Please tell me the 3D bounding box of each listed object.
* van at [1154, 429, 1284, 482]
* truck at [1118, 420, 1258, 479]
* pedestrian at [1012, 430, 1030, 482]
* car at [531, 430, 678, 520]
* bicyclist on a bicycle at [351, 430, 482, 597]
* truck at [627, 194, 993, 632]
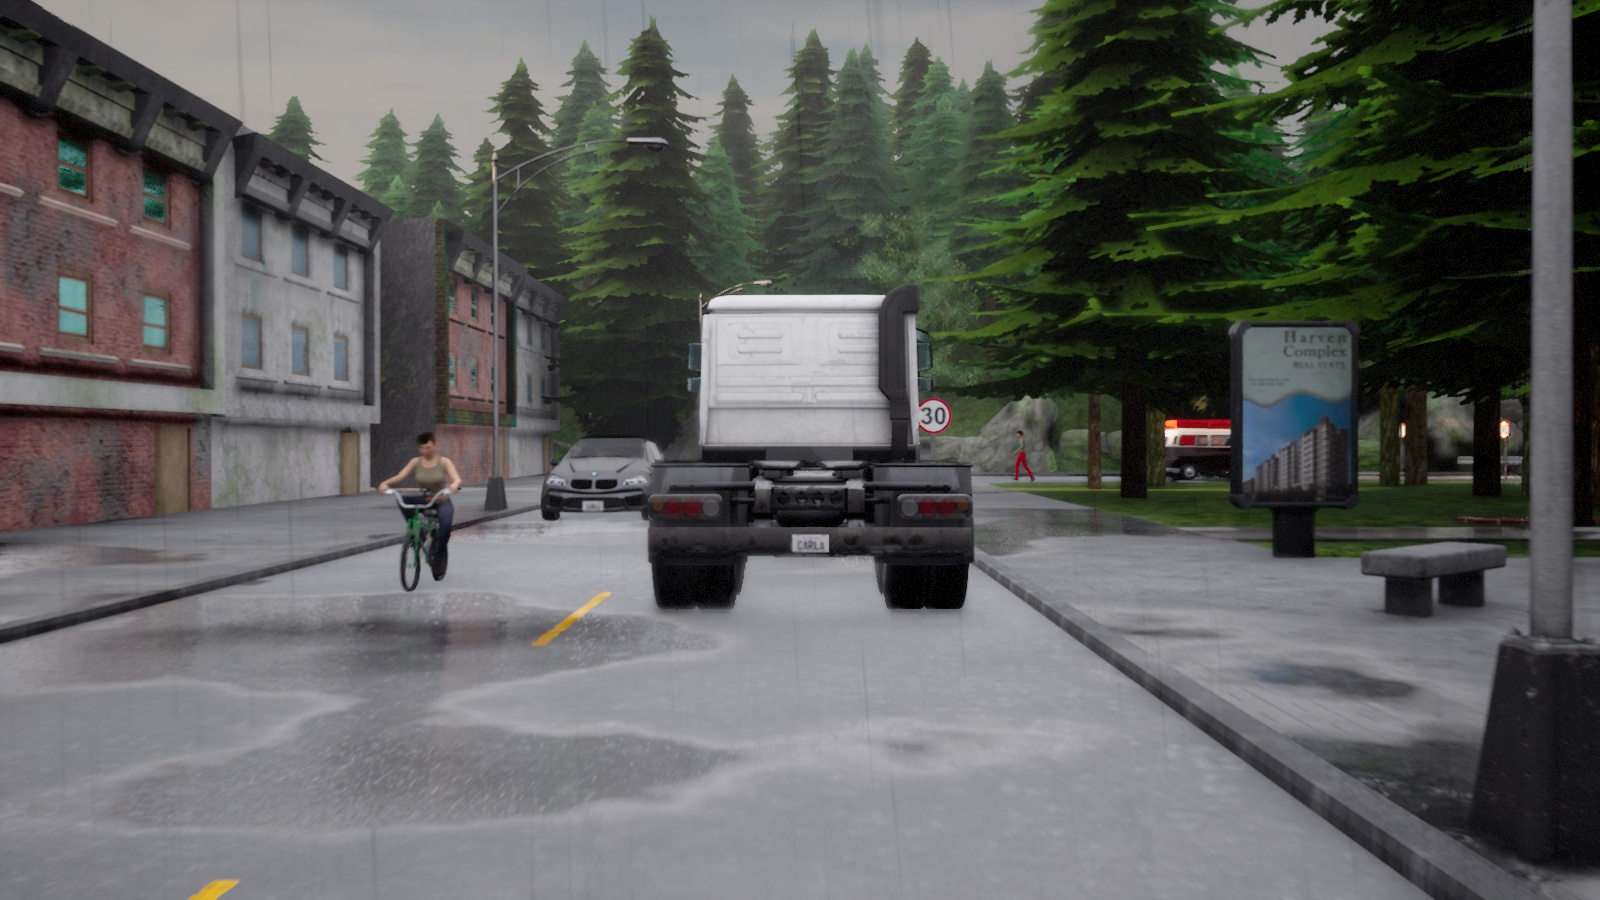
[{"bbox_3d":[16.577,0.205,49.814,4.480,2.038,2.069,0,0,0],"label":"van"},{"bbox_3d":[16.563,-0.027,53.812,5.204,2.467,2.627,0,0,0],"label":"truck"},{"bbox_3d":[7.827,0.214,44.524,0.594,1.836,0.345,0,0,0],"label":"pedestrian"},{"bbox_3d":[-3.821,0.446,25.404,2.242,1.667,4.611,0,0,0],"label":"car"},{"bbox_3d":[-3.897,0.608,12.886,0.866,1.612,1.509,0,0,1],"label":"bicyclist on a bicycle"},{"bbox_3d":[0.105,-0.313,13.899,2.891,3.462,7.936,0,0,0],"label":"truck"}]
